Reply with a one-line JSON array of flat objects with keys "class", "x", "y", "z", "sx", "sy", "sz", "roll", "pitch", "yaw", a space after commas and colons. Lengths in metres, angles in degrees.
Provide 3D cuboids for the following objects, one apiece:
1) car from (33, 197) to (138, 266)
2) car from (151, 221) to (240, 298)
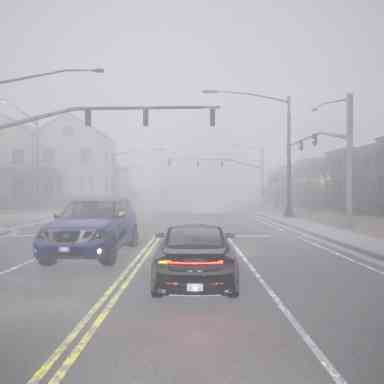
[{"class": "car", "x": -3.398, "y": 1.221, "z": 11.881, "sx": 2.150, "sy": 2.045, "sz": 5.566, "roll": 0, "pitch": 0, "yaw": 2}, {"class": "car", "x": 0.077, "y": 1.505, "z": 8.528, "sx": 1.837, "sy": 1.490, "sz": 4.892, "roll": 0, "pitch": 0, "yaw": 1}]
